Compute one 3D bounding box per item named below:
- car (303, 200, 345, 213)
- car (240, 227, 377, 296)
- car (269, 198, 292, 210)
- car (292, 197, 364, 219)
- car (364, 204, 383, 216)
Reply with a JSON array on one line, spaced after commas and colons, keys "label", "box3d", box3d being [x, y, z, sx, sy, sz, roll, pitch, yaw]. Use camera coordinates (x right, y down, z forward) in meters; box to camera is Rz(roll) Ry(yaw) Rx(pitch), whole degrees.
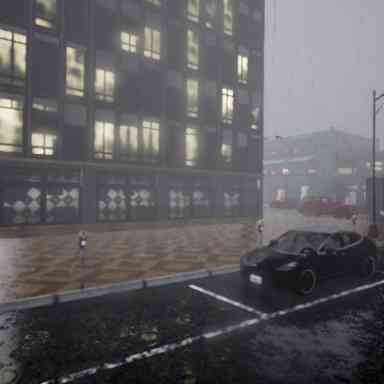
[{"label": "car", "box3d": [15.210, 1.665, 38.468, 1.802, 1.307, 4.206, 2, 0, -36]}, {"label": "car", "box3d": [3.241, 1.638, 8.872, 4.313, 1.339, 1.947, 1, 0, -36]}, {"label": "car", "box3d": [11.927, 1.454, 42.938, 1.967, 1.590, 4.097, 2, 0, -36]}, {"label": "car", "box3d": [11.754, 1.347, 29.037, 2.192, 1.841, 5.009, 2, 0, -36]}, {"label": "car", "box3d": [18.496, 1.696, 34.001, 1.887, 1.381, 4.507, 2, 0, -36]}]
